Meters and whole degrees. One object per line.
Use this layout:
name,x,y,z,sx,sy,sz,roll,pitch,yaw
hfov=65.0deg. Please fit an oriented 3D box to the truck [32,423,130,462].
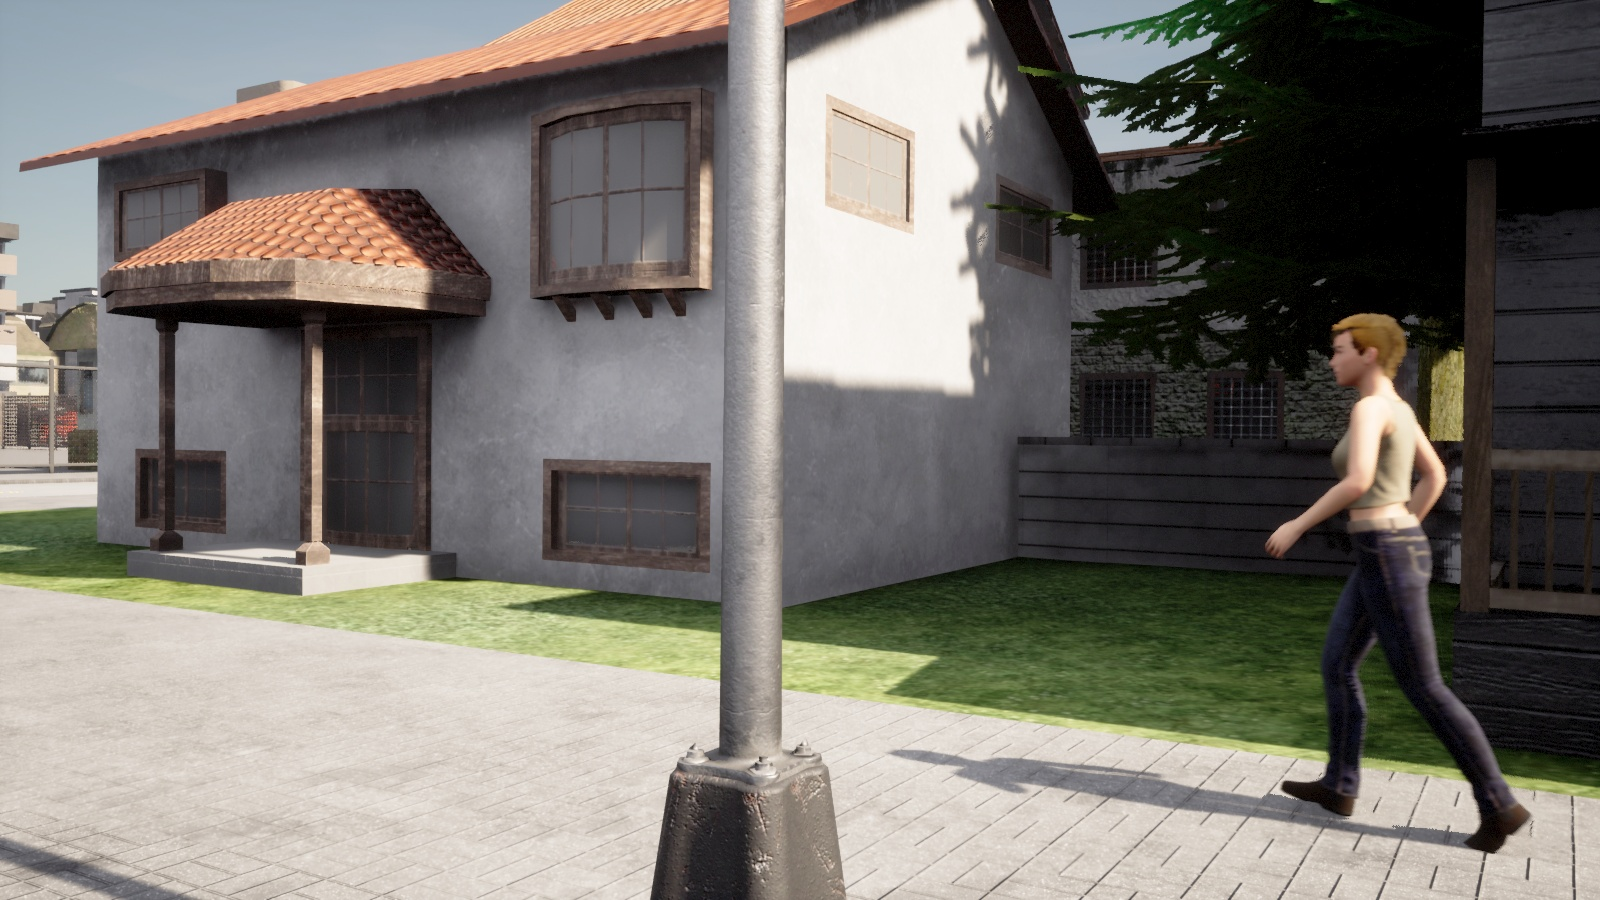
truck,-48.756,-0.487,85.274,5.204,2.467,2.627,-1,0,-10

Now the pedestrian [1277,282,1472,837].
pedestrian,2.037,0.362,4.453,0.594,1.836,0.345,0,1,31
